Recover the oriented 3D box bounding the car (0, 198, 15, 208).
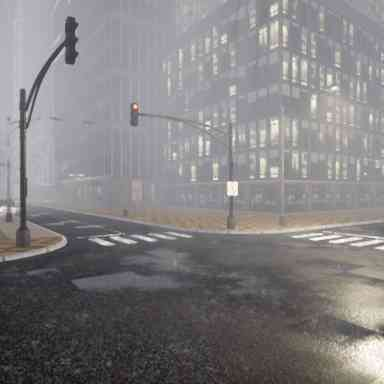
[{"bbox_3d":[-27.832,1.601,49.848,1.895,1.301,4.718,0,0,-35],"label":"car"}]
